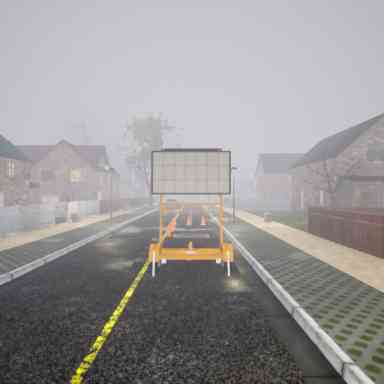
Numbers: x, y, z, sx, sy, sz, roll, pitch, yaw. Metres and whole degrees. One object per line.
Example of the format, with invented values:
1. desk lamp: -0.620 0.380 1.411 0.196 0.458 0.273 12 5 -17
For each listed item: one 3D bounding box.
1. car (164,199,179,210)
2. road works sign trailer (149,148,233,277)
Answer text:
1. car: -2.875 1.697 46.368 1.812 1.442 4.674 0 0 0
2. road works sign trailer: -0.027 0.472 10.208 2.380 3.560 2.880 0 0 0
